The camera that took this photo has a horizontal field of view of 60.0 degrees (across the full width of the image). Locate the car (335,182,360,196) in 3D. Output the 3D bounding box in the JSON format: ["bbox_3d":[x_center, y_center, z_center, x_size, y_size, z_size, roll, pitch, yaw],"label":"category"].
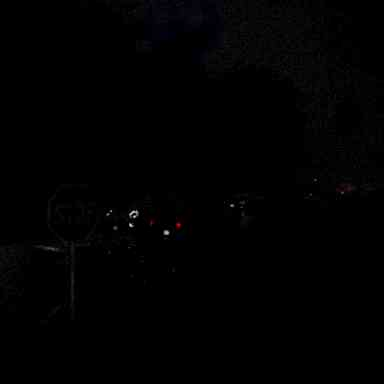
[{"bbox_3d":[18.177,-0.264,39.202,1.812,1.442,4.674,0,2,34],"label":"car"}]

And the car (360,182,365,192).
[{"bbox_3d":[23.703,-0.699,47.906,2.033,1.411,5.357,0,2,31],"label":"car"}]

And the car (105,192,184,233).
[{"bbox_3d":[-2.023,0.881,16.163,2.097,1.767,4.553,0,2,36],"label":"car"}]

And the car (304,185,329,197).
[{"bbox_3d":[15.047,-0.181,40.105,2.033,1.411,5.357,0,2,35],"label":"car"}]

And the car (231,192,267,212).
[{"bbox_3d":[3.894,0.668,24.373,1.994,1.385,4.181,0,2,36],"label":"car"}]

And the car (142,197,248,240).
[{"bbox_3d":[0.329,1.125,14.097,1.895,1.301,4.718,0,2,36],"label":"car"}]
